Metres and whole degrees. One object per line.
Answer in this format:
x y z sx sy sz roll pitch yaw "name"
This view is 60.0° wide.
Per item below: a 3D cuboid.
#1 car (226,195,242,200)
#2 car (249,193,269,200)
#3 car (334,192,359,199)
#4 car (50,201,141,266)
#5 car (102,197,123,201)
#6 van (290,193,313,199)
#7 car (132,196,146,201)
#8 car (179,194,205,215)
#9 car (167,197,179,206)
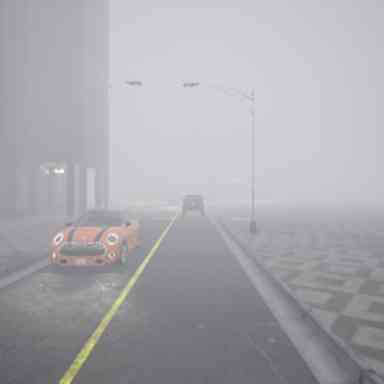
11.807 1.505 93.954 4.403 1.369 2.008 -1 1 0 "car"
17.248 1.168 85.424 5.009 1.841 2.192 -1 1 0 "car"
39.087 0.881 85.413 5.009 1.841 2.192 -1 1 0 "car"
-3.093 1.354 11.528 2.097 1.767 4.553 0 0 0 "car"
-20.757 1.964 85.350 4.403 1.369 2.008 -1 1 0 "car"
28.167 1.047 85.418 3.998 1.788 1.690 -1 1 0 "van"
-15.101 1.915 93.871 4.313 1.339 1.947 -1 1 0 "car"
0.115 1.234 34.165 2.150 2.045 5.566 0 0 0 "car"
-3.021 1.541 54.484 2.128 1.511 4.902 0 0 1 "car"
